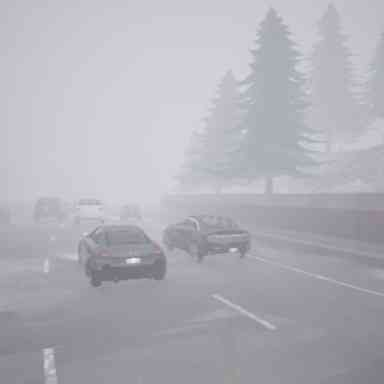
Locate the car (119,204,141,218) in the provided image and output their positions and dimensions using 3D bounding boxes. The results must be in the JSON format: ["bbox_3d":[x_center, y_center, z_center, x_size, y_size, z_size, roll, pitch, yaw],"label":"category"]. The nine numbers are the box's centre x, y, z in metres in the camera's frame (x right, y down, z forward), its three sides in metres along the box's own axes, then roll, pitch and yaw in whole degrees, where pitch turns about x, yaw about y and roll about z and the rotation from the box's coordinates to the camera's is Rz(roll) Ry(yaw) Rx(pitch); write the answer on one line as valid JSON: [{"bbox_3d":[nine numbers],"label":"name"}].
[{"bbox_3d":[-5.887,1.866,31.741,2.033,1.411,5.357,0,-1,-14],"label":"car"}]

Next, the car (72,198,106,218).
[{"bbox_3d":[-8.291,1.476,27.169,2.150,2.045,5.566,0,-1,-16],"label":"car"}]

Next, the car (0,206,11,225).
[{"bbox_3d":[-14.754,1.694,24.427,1.837,1.490,4.892,0,-1,-16],"label":"car"}]

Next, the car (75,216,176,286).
[{"bbox_3d":[-2.226,1.663,9.949,1.994,1.385,4.181,1,-1,-23],"label":"car"}]

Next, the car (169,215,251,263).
[{"bbox_3d":[0.370,1.636,12.768,2.128,1.511,4.902,1,-1,-23],"label":"car"}]

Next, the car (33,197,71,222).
[{"bbox_3d":[-12.508,1.480,29.620,2.150,2.045,5.566,0,-1,-14],"label":"car"}]
